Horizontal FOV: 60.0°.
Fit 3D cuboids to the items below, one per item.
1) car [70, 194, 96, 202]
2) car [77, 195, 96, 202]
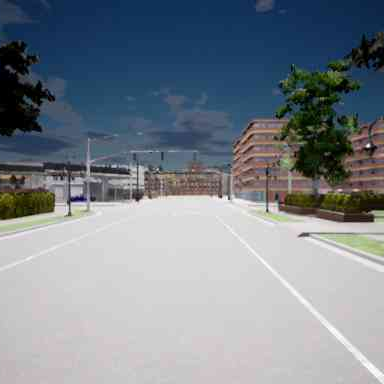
[{"bbox_3d":[-23.312,1.266,70.175,4.611,1.667,2.242,0,0,1],"label":"car"},{"bbox_3d":[-24.029,1.427,75.925,3.806,1.475,1.970,0,0,1],"label":"car"}]
